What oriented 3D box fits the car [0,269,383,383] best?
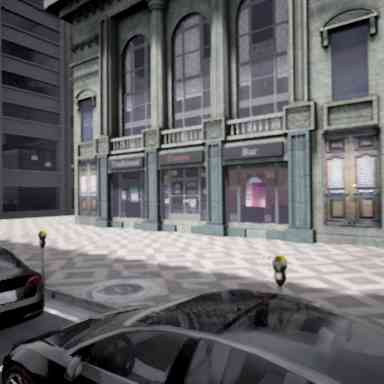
[{"bbox_3d":[0.116,1.579,2.886,4.313,1.339,1.947,-1,-1,36],"label":"car"}]

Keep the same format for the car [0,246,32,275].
[{"bbox_3d":[-4.470,1.632,6.162,4.313,1.339,1.947,-1,-1,36],"label":"car"}]
